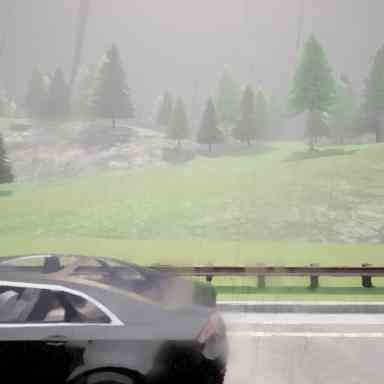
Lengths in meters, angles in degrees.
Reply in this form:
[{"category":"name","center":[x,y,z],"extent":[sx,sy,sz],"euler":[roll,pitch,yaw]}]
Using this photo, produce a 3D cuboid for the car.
[{"category":"car","center":[-2.060,1.491,3.651],"extent":[4.902,1.511,2.128],"euler":[0,0,1]}]
